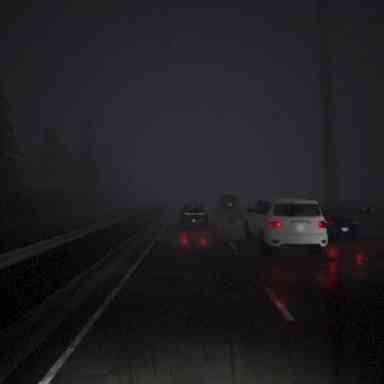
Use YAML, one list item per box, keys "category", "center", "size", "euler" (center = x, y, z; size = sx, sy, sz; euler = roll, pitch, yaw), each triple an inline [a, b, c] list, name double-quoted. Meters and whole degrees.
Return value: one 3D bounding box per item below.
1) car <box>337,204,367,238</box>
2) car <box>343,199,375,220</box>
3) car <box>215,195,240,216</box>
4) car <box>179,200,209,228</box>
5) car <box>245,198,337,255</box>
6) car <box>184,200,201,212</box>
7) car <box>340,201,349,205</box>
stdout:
- category: "car"
  center: [7.105, 1.570, 17.774]
  size: [1.812, 1.442, 4.674]
  euler: [0, 0, 0]
- category: "car"
  center: [14.108, 1.426, 29.478]
  size: [2.097, 1.767, 4.553]
  euler: [0, 0, 0]
- category: "car"
  center: [3.597, 1.307, 34.236]
  size: [2.150, 2.045, 5.566]
  euler: [0, 0, 0]
- category: "car"
  center: [0.106, 1.549, 22.781]
  size: [2.128, 1.511, 4.902]
  euler: [0, 0, 0]
- category: "car"
  center: [3.604, 1.256, 13.693]
  size: [2.150, 2.045, 5.566]
  euler: [0, 0, 0]
- category: "car"
  center: [0.110, 1.666, 40.994]
  size: [1.994, 1.385, 4.181]
  euler: [0, 0, 0]
- category: "car"
  center: [10.608, 1.617, 27.717]
  size: [2.033, 1.411, 5.357]
  euler: [0, 0, 0]
